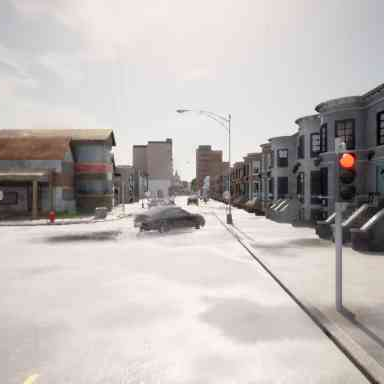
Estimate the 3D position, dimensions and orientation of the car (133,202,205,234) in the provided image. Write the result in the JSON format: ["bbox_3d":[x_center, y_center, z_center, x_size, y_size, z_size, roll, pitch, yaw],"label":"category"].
[{"bbox_3d":[-1.247,1.526,19.134,1.812,1.442,4.674,2,1,42],"label":"car"}]

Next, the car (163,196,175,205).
[{"bbox_3d":[-4.041,1.525,58.792,1.812,1.442,4.674,0,0,1],"label":"car"}]

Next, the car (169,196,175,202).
[{"bbox_3d":[-4.079,1.547,48.987,2.033,1.411,5.357,0,0,0],"label":"car"}]

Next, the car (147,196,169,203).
[{"bbox_3d":[-4.090,1.505,39.237,1.837,1.490,4.892,0,0,0],"label":"car"}]

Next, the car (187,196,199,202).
[{"bbox_3d":[0.127,1.505,59.843,1.837,1.490,4.892,0,0,0],"label":"car"}]
